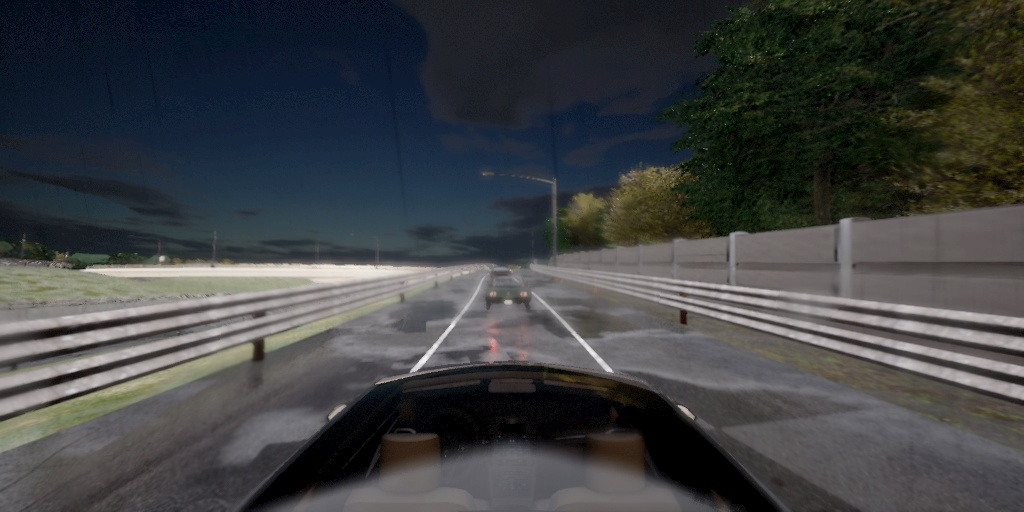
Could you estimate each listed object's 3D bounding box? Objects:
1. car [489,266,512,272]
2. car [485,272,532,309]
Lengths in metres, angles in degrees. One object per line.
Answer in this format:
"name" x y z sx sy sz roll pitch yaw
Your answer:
"car" -1.006 1.657 32.284 1.882 1.535 5.008 0 0 -3
"car" -0.199 1.557 16.247 1.895 1.301 4.718 0 -1 -2
